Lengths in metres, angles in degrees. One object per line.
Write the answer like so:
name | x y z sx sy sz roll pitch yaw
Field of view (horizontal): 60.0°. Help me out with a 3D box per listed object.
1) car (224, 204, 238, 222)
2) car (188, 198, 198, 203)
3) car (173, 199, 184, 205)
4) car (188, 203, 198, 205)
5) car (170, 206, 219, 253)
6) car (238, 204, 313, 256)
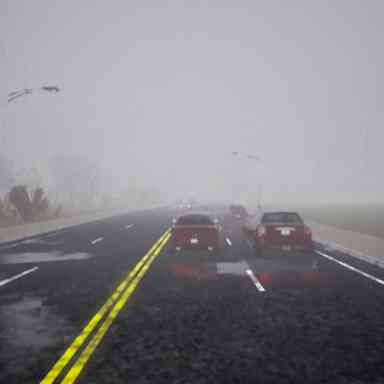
car | 3.815 1.797 29.138 1.812 1.442 4.674 0 0 3
car | 0.310 2.131 72.001 1.837 1.490 4.892 0 0 5
car | -2.921 2.158 72.360 1.812 1.442 4.674 0 0 5
car | 0.553 1.871 28.993 1.895 1.301 4.718 0 0 2
car | 0.130 1.616 14.406 1.882 1.535 5.008 0 0 1
car | 3.368 1.484 13.950 2.097 1.767 4.553 0 -1 1
